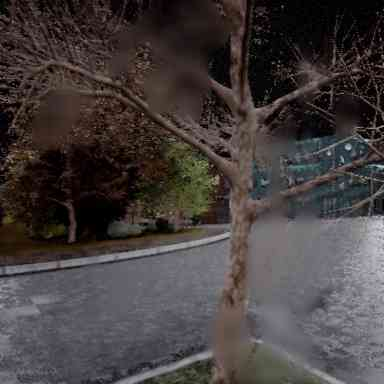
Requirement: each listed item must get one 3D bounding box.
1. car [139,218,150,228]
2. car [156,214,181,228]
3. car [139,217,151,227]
[{"bbox_3d":[-8.390,5.772,60.013,1.895,1.301,4.718,0,-6,-15],"label":"car"},{"bbox_3d":[-3.421,4.010,46.669,2.150,2.045,5.566,0,-6,-25],"label":"car"},{"bbox_3d":[-10.412,6.765,74.006,2.150,2.045,5.566,0,-6,-3],"label":"car"}]
